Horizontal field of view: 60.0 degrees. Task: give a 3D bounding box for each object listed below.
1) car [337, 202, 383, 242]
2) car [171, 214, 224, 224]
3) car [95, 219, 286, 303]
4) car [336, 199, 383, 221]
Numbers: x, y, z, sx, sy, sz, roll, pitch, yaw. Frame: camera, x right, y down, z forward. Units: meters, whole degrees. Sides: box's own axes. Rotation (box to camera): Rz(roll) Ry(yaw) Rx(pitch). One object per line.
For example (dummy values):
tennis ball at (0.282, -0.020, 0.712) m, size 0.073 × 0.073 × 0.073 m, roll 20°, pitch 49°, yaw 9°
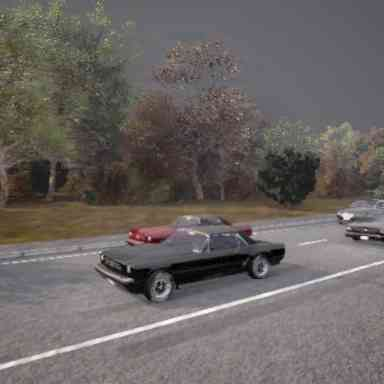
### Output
car at (8.882, 1.344, 14.506) m, size 5.357 × 1.411 × 2.033 m, roll -1°, pitch 1°, yaw -35°
car at (-0.016, 1.542, 12.481) m, size 4.718 × 1.301 × 1.895 m, roll -1°, pitch 1°, yaw -35°
car at (0.112, 1.572, 8.305) m, size 4.718 × 1.301 × 1.895 m, roll -1°, pitch 0°, yaw -35°
car at (10.729, 1.201, 20.206) m, size 4.902 × 1.511 × 2.128 m, roll -1°, pitch 1°, yaw -35°
